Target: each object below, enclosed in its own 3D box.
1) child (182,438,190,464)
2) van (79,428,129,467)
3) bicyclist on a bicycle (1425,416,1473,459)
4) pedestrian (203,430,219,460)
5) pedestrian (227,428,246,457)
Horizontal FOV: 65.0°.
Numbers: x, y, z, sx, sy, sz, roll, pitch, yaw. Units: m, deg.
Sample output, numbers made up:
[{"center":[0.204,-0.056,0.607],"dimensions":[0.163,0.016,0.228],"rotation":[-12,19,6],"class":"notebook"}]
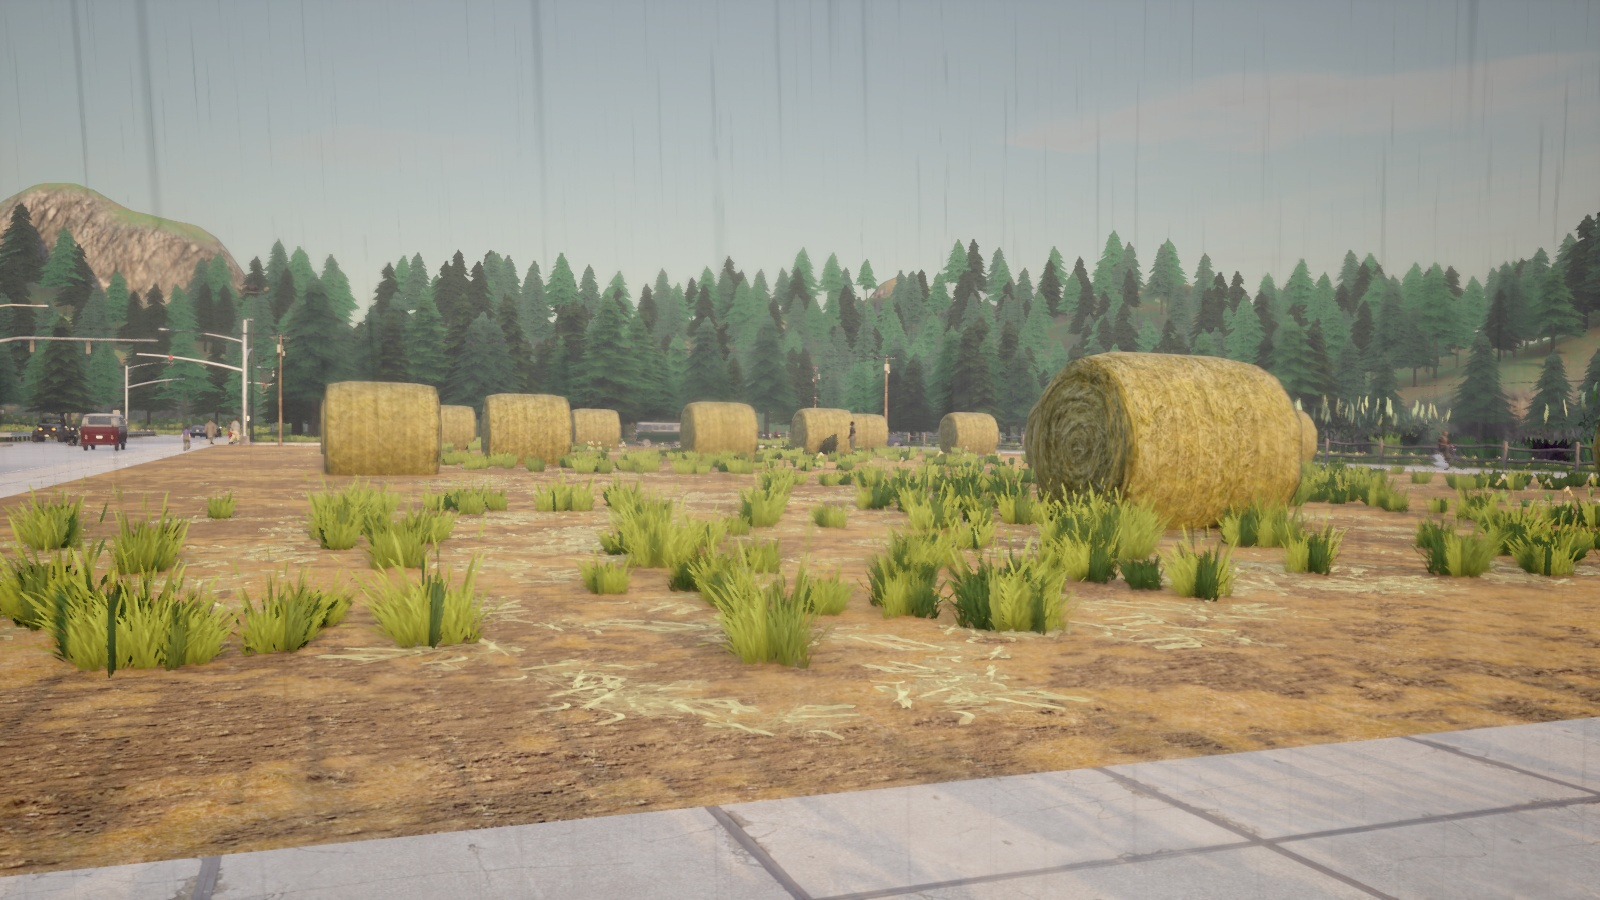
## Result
[{"center":[-29.912,0.041,61.194],"dimensions":[0.270,1.263,0.437],"rotation":[-1,1,-15],"class":"child"},{"center":[-37.342,-0.173,67.446],"dimensions":[1.775,1.987,4.442],"rotation":[-1,1,-22],"class":"van"},{"center":[27.248,-0.518,52.726],"dimensions":[0.659,1.776,1.843],"rotation":[-1,1,-18],"class":"bicyclist on a bicycle"},{"center":[-38.874,-0.359,82.854],"dimensions":[0.659,1.952,0.873],"rotation":[-1,1,-6],"class":"pedestrian"},{"center":[-36.884,-0.495,82.162],"dimensions":[0.900,1.855,0.874],"rotation":[-1,1,-6],"class":"pedestrian"}]
